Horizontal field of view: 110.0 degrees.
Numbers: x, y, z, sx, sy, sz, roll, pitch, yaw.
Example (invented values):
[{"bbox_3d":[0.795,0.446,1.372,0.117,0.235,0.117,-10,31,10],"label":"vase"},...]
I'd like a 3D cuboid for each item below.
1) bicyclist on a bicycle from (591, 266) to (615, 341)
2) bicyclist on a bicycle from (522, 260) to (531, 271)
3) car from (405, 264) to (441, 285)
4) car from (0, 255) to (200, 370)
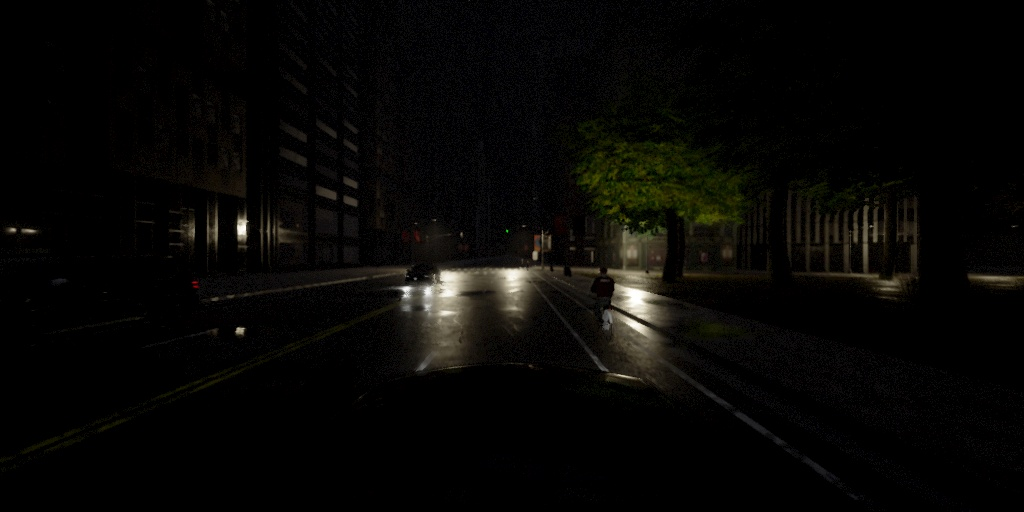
[{"bbox_3d":[2.255,1.142,9.039,0.659,1.776,1.843,0,0,0],"label":"bicyclist on a bicycle"},{"bbox_3d":[2.272,1.419,51.158,0.866,1.612,1.509,1,0,0],"label":"bicyclist on a bicycle"},{"bbox_3d":[-6.585,1.349,26.904,1.837,1.490,4.892,0,-1,0],"label":"car"},{"bbox_3d":[-9.846,0.990,7.740,2.150,2.045,5.566,0,0,0],"label":"car"}]
